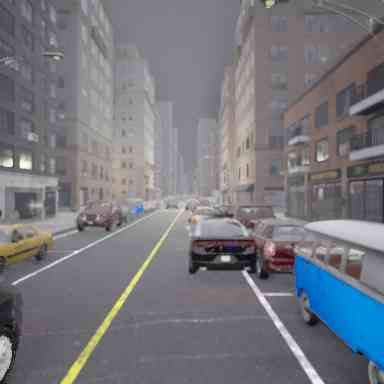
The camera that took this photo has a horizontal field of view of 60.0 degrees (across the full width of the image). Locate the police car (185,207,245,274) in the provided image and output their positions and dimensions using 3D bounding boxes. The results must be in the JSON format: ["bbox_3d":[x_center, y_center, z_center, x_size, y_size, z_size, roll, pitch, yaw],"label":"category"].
[{"bbox_3d":[0.811,1.503,11.033,1.930,1.638,5.238,0,0,-1],"label":"police car"}]

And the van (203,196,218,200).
[{"bbox_3d":[2.732,1.642,44.311,1.690,1.788,3.998,0,0,0],"label":"van"}]

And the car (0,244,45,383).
[{"bbox_3d":[-3.099,1.523,2.406,1.837,1.490,4.892,0,0,0],"label":"car"}]

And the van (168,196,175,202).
[{"bbox_3d":[-5.718,1.923,93.928,1.690,1.788,3.998,0,0,0],"label":"van"}]

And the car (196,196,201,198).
[{"bbox_3d":[0.080,1.843,55.202,1.882,1.535,5.008,0,0,0],"label":"car"}]

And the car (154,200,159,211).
[{"bbox_3d":[-5.794,1.825,44.137,1.752,1.417,4.829,0,0,0],"label":"car"}]

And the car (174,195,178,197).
[{"bbox_3d":[-5.727,1.869,88.343,2.192,1.841,5.009,0,0,0],"label":"car"}]

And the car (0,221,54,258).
[{"bbox_3d":[-5.845,1.597,10.127,1.752,1.417,4.829,0,0,0],"label":"car"}]

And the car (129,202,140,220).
[{"bbox_3d":[-5.819,1.742,27.300,2.008,1.369,4.403,0,0,0],"label":"car"}]

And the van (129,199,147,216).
[{"bbox_3d":[-5.811,1.571,32.970,1.690,1.788,3.998,0,0,0],"label":"van"}]

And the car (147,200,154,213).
[{"bbox_3d":[-5.802,1.791,38.468,1.752,1.417,4.829,0,0,0],"label":"car"}]

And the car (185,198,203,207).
[{"bbox_3d":[0.066,1.871,45.305,1.994,1.385,4.181,0,0,0],"label":"car"}]

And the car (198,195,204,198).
[{"bbox_3d":[2.782,1.933,77.174,1.967,1.590,4.097,0,0,0],"label":"car"}]

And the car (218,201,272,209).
[{"bbox_3d":[2.689,1.427,15.964,2.192,1.841,5.009,0,0,0],"label":"car"}]

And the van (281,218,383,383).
[{"bbox_3d":[2.672,1.375,4.626,1.690,1.788,3.998,0,0,0],"label":"van"}]

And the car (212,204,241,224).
[{"bbox_3d":[2.706,1.757,27.301,1.947,1.339,4.313,0,0,0],"label":"car"}]

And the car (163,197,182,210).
[{"bbox_3d":[-2.931,1.849,49.981,1.837,1.490,4.892,0,-1,0],"label":"car"}]

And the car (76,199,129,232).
[{"bbox_3d":[-5.828,1.467,21.635,2.192,1.841,5.009,0,0,0],"label":"car"}]

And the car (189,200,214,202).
[{"bbox_3d":[0.823,1.693,26.938,1.837,1.490,4.892,0,0,0],"label":"car"}]

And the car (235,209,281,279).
[{"bbox_3d":[2.681,1.513,10.295,1.967,1.590,4.097,0,0,0],"label":"car"}]

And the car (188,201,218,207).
[{"bbox_3d":[0.817,1.604,21.128,1.801,1.575,5.366,0,0,0],"label":"car"}]

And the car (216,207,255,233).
[{"bbox_3d":[2.698,1.717,21.632,1.947,1.339,4.313,0,0,0],"label":"car"}]
